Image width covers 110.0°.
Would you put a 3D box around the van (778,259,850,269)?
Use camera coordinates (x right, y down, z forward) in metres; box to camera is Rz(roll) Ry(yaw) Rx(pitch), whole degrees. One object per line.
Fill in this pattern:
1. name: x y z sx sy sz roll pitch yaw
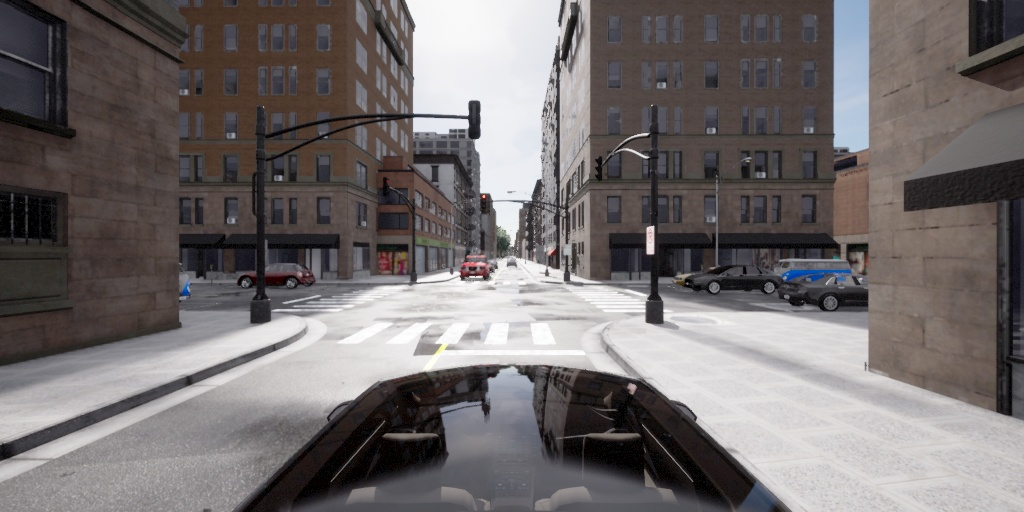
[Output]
1. van: 18.249 1.079 21.929 3.998 1.789 1.690 0 0 1

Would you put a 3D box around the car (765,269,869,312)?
1. car: 12.514 1.304 13.460 4.403 1.370 2.007 0 0 1

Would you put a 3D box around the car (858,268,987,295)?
1. car: 21.951 1.344 19.323 4.718 1.301 1.895 0 0 1

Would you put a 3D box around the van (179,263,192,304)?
1. van: -14.681 1.089 13.726 3.998 1.789 1.690 0 0 1

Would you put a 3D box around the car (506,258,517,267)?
1. car: -0.038 1.256 63.733 2.033 1.411 5.357 0 0 0

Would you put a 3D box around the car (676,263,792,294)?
1. car: 11.917 1.247 19.434 4.892 1.490 1.837 0 0 -1

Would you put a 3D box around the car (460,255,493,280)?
1. car: -3.114 0.959 31.027 2.150 2.045 5.566 0 0 0

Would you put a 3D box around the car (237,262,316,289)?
1. car: -14.615 1.171 22.251 4.097 1.591 1.967 0 0 1

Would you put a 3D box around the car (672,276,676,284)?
1. car: 12.410 1.262 21.986 4.829 1.417 1.751 0 0 1

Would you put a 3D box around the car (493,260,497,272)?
1. car: -3.127 1.257 42.872 1.812 1.442 4.674 0 0 0
